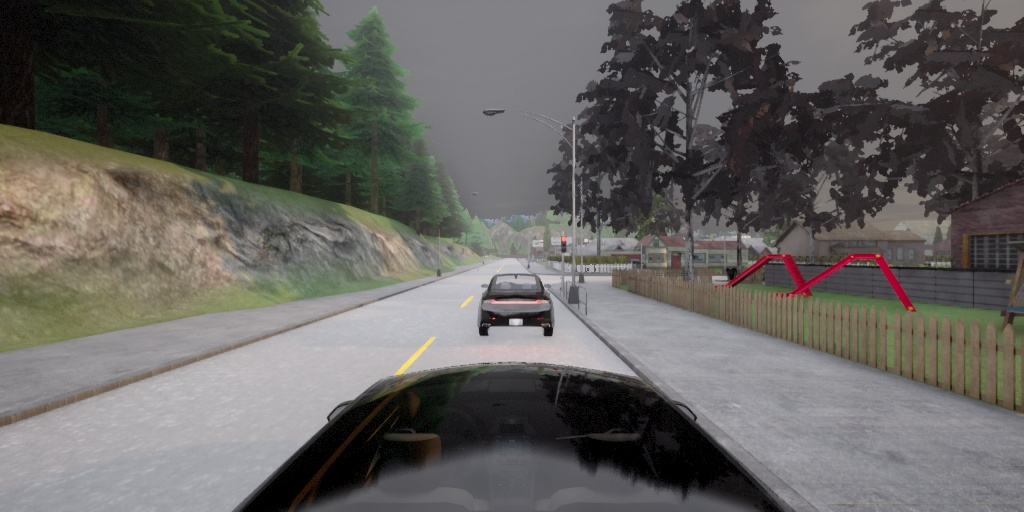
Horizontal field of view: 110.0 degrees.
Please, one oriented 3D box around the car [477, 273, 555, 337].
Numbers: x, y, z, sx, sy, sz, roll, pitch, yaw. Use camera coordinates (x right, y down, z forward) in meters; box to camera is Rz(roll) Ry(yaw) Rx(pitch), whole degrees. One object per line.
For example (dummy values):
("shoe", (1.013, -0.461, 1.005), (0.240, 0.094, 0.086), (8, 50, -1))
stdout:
("car", (0.116, 1.241, 10.307), (2.128, 1.511, 4.902), (0, 0, 1))
